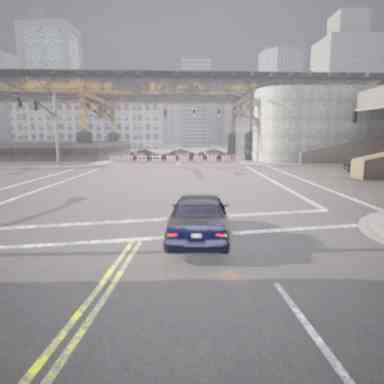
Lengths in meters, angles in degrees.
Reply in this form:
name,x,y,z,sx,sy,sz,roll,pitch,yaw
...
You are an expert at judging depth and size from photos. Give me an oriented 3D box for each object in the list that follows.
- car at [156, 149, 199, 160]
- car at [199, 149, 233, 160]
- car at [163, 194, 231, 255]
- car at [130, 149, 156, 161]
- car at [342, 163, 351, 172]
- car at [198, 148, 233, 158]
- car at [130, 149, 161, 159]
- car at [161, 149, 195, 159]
name,x,y,z,sx,sy,sz,roll,pitch,yaw
car,-1.990,-5.267,46.812,4.974,1.542,2.038,-7,12,-35
car,3.382,-5.390,47.551,4.974,1.542,2.038,5,11,29
car,0.241,0.797,10.625,2.033,1.411,5.357,0,7,3
car,-6.598,-5.271,46.836,4.974,1.542,2.038,9,13,43
car,16.181,-2.334,30.046,4.718,1.301,1.895,0,9,-1
car,3.337,-5.549,47.550,4.536,1.218,1.853,5,11,29
car,-6.636,-5.433,46.846,4.536,1.218,1.853,9,13,43
car,-1.948,-5.428,46.817,4.536,1.218,1.853,-7,12,-35
